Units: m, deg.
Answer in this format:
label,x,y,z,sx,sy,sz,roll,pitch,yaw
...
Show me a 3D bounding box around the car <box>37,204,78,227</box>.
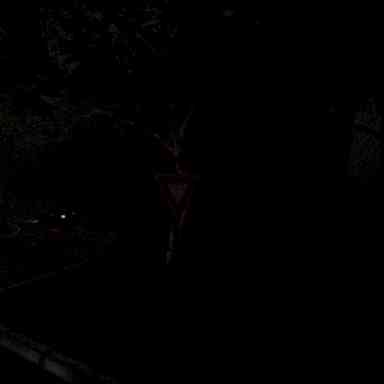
label,x,y,z,sx,sy,sz,roll,pitch,yaw
car,-9.336,1.545,22.947,1.994,1.385,4.181,0,0,-33
